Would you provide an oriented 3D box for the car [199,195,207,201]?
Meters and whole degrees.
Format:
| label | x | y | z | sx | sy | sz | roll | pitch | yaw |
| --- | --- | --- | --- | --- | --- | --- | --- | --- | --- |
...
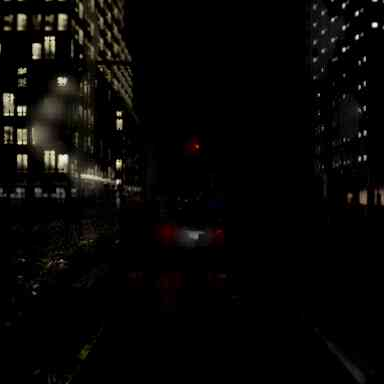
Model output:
| label | x | y | z | sx | sy | sz | roll | pitch | yaw |
| --- | --- | --- | --- | --- | --- | --- | --- | --- | --- |
| car | 2.703 | 1.502 | 84.747 | 1.947 | 1.339 | 4.313 | 0 | 0 | 0 |

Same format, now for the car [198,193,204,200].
| label | x | y | z | sx | sy | sz | roll | pitch | yaw |
| --- | --- | --- | --- | --- | --- | --- | --- | --- | --- |
| car | 2.648 | 1.266 | 68.128 | 2.192 | 1.841 | 5.009 | 0 | 0 | 0 |

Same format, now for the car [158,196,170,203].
| label | x | y | z | sx | sy | sz | roll | pitch | yaw |
| --- | --- | --- | --- | --- | --- | --- | --- | --- | --- |
| car | -5.734 | 1.517 | 68.156 | 1.947 | 1.339 | 4.313 | 0 | 0 | 0 |

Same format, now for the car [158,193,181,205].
| label | x | y | z | sx | sy | sz | roll | pitch | yaw |
| --- | --- | --- | --- | --- | --- | --- | --- | --- | --- |
| car | -3.200 | 1.186 | 47.523 | 2.150 | 2.045 | 5.566 | 0 | 0 | 0 |

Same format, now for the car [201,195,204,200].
| label | x | y | z | sx | sy | sz | roll | pitch | yaw |
| --- | --- | --- | --- | --- | --- | --- | --- | --- | --- |
| car | 2.596 | 1.512 | 45.974 | 1.887 | 1.381 | 4.507 | 0 | 0 | 0 |

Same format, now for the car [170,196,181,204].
| label | x | y | z | sx | sy | sz | roll | pitch | yaw |
| --- | --- | --- | --- | --- | --- | --- | --- | --- | --- |
| car | -3.077 | 1.480 | 63.789 | 1.812 | 1.442 | 4.674 | 0 | 0 | 1 |

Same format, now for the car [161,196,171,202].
| label | x | y | z | sx | sy | sz | roll | pitch | yaw |
| --- | --- | --- | --- | --- | --- | --- | --- | --- | --- |
| car | -5.715 | 1.497 | 73.695 | 2.008 | 1.369 | 4.403 | 0 | 0 | 0 |

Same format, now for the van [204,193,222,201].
| label | x | y | z | sx | sy | sz | roll | pitch | yaw |
| --- | --- | --- | --- | --- | --- | --- | --- | --- | --- |
| van | 2.668 | 1.313 | 40.436 | 1.690 | 1.788 | 3.998 | 0 | 0 | 0 |

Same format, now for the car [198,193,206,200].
| label | x | y | z | sx | sy | sz | roll | pitch | yaw |
| --- | --- | --- | --- | --- | --- | --- | --- | --- | --- |
| car | 2.723 | 1.247 | 90.286 | 2.192 | 1.841 | 5.009 | 0 | 0 | 0 |

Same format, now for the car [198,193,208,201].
| label | x | y | z | sx | sy | sz | roll | pitch | yaw |
| --- | --- | --- | --- | --- | --- | --- | --- | --- | --- |
| car | 2.685 | 1.256 | 79.207 | 2.192 | 1.841 | 5.009 | 0 | 0 | 0 |

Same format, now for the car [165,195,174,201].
| label | x | y | z | sx | sy | sz | roll | pitch | yaw |
| --- | --- | --- | --- | --- | --- | --- | --- | --- | --- |
| car | -5.677 | 1.518 | 84.774 | 1.802 | 1.307 | 4.206 | 0 | 0 | 0 |

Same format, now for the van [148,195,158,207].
| label | x | y | z | sx | sy | sz | roll | pitch | yaw |
| --- | --- | --- | --- | --- | --- | --- | --- | --- | --- |
| van | -5.789 | 1.305 | 51.538 | 1.690 | 1.788 | 3.998 | 0 | 0 | 0 |

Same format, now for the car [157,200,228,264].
| label | x | y | z | sx | sy | sz | roll | pitch | yaw |
| --- | --- | --- | --- | --- | --- | --- | --- | --- | --- |
| car | 0.047 | 1.344 | 11.943 | 2.097 | 1.767 | 4.553 | 0 | 0 | 0 |
